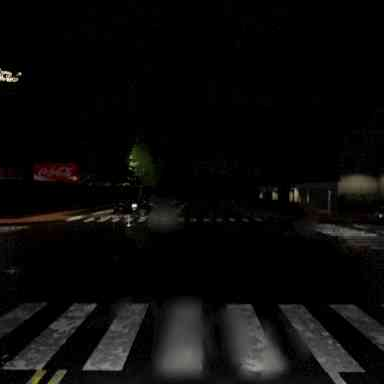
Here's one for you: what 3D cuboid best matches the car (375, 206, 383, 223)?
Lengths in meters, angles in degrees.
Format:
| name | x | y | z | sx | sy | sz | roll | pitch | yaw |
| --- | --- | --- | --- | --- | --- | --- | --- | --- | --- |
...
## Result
| name | x | y | z | sx | sy | sz | roll | pitch | yaw |
| --- | --- | --- | --- | --- | --- | --- | --- | --- | --- |
| car | 15.064 | 1.211 | 21.647 | 5.566 | 2.045 | 2.150 | 0 | 0 | 1 |

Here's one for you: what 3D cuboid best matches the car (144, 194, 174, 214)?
| name | x | y | z | sx | sy | sz | roll | pitch | yaw |
| --- | --- | --- | --- | --- | --- | --- | --- | --- | --- |
| car | -3.455 | 1.204 | 35.997 | 2.150 | 2.045 | 5.566 | 0 | 0 | 1 |

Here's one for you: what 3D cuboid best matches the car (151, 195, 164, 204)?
| name | x | y | z | sx | sy | sz | roll | pitch | yaw |
| --- | --- | --- | --- | --- | --- | --- | --- | --- | --- |
| car | -6.540 | 1.446 | 64.221 | 1.882 | 1.535 | 5.008 | 0 | 0 | 2 |

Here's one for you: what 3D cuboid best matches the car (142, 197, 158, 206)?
| name | x | y | z | sx | sy | sz | roll | pitch | yaw |
| --- | --- | --- | --- | --- | --- | --- | --- | --- | --- |
| car | -6.773 | 1.537 | 53.938 | 1.994 | 1.385 | 4.181 | 0 | 0 | 0 |

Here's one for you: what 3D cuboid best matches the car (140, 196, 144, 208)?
| name | x | y | z | sx | sy | sz | roll | pitch | yaw |
| --- | --- | --- | --- | --- | --- | --- | --- | --- | --- |
| car | -6.882 | 1.330 | 44.041 | 2.097 | 1.767 | 4.553 | 0 | 0 | 1 |

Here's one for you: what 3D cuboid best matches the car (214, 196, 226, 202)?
| name | x | y | z | sx | sy | sz | roll | pitch | yaw |
| --- | --- | --- | --- | --- | --- | --- | --- | --- | --- |
| car | 6.345 | 1.516 | 74.848 | 1.994 | 1.385 | 4.181 | 0 | 0 | 20 |

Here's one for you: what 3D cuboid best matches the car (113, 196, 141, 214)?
| name | x | y | z | sx | sy | sz | roll | pitch | yaw |
| --- | --- | --- | --- | --- | --- | --- | --- | --- | --- |
| car | -6.959 | 1.488 | 35.074 | 1.837 | 1.490 | 4.892 | 0 | 0 | 1 |

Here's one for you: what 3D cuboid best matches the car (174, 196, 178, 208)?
| name | x | y | z | sx | sy | sz | roll | pitch | yaw |
| --- | --- | --- | --- | --- | --- | --- | --- | --- | --- |
| car | -3.360 | 1.578 | 45.761 | 1.895 | 1.301 | 4.718 | 0 | 0 | 1 |
